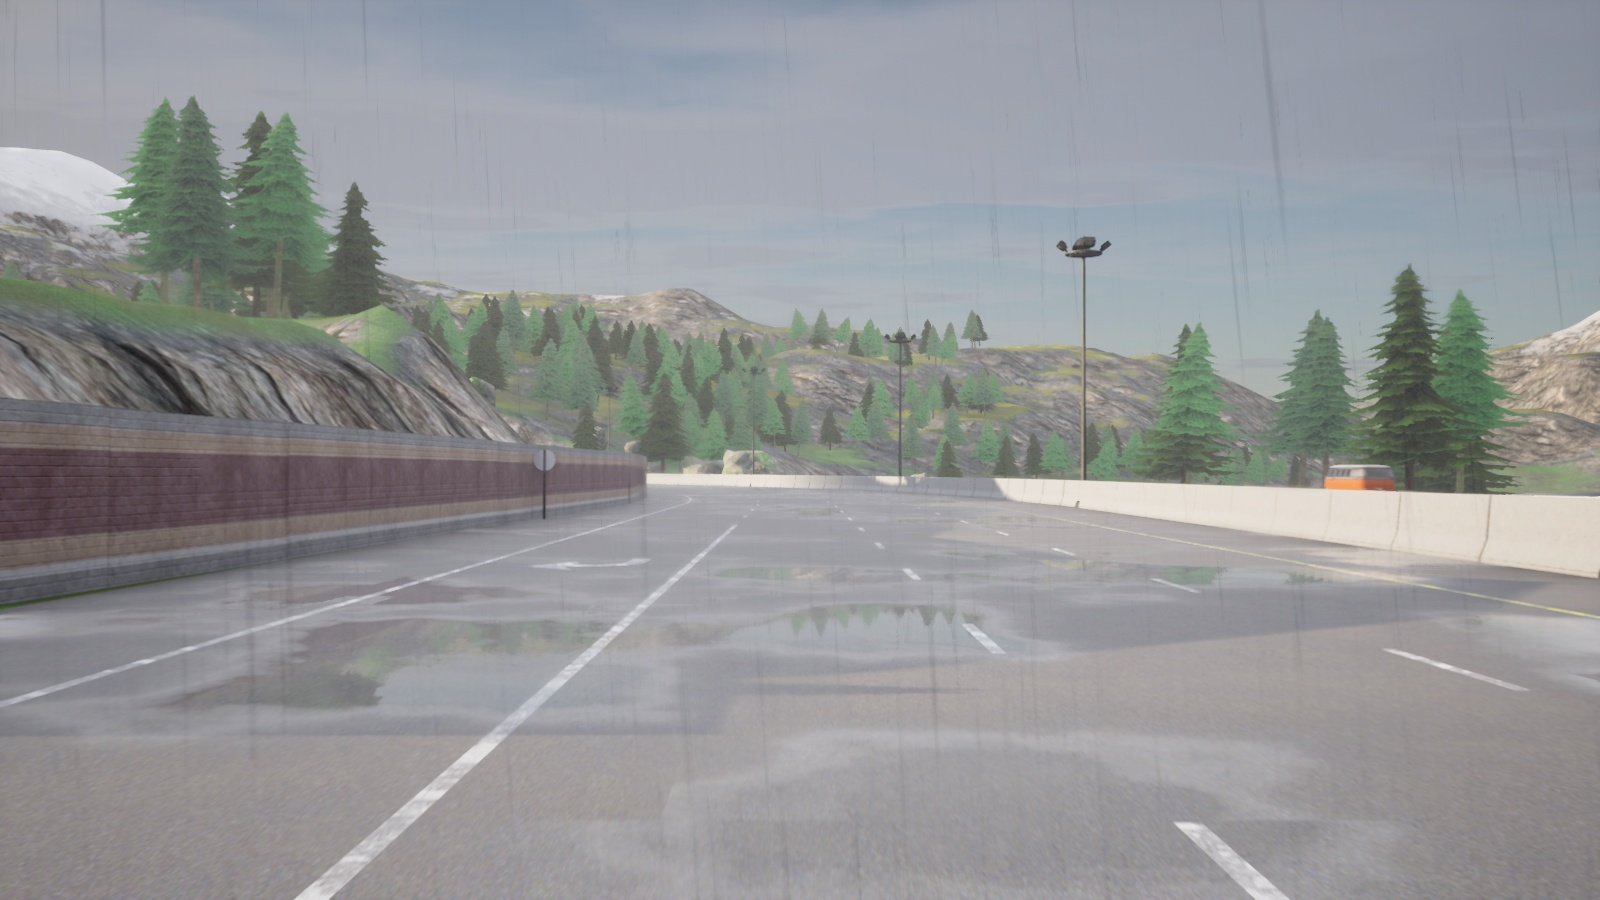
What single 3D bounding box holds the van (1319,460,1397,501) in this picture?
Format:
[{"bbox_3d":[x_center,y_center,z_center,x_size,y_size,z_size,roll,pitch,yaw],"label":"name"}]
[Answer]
[{"bbox_3d":[27.737,1.503,62.562,1.775,1.987,4.442,0,-1,-2],"label":"van"}]
